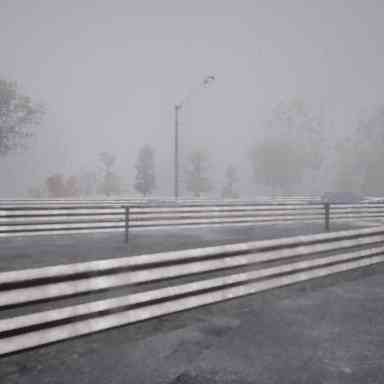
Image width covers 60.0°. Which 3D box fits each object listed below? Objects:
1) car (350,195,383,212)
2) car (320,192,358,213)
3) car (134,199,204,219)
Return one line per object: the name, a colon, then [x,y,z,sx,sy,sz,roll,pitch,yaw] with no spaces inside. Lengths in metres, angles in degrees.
car: [17.137,1.284,30.323,4.674,1.442,1.812,0,0,-23]
car: [15.487,0.980,33.444,5.566,2.045,2.150,0,0,-23]
car: [-1.541,1.203,22.151,4.902,1.511,2.128,0,0,-24]
